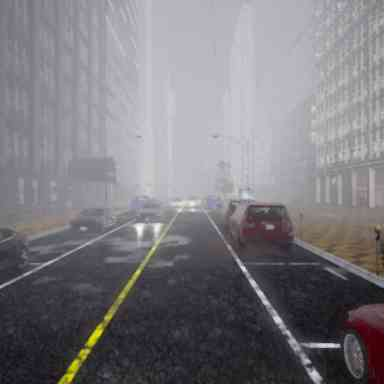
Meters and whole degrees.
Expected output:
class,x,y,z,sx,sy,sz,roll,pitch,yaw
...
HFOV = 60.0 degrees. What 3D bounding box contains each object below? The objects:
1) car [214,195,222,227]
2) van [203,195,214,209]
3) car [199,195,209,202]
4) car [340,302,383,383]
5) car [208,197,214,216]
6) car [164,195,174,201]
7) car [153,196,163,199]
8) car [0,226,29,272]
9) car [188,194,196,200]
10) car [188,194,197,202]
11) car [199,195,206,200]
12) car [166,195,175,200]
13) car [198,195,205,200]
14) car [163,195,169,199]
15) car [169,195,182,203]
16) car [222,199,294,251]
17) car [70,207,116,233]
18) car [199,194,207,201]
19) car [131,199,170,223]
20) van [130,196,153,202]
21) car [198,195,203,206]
class,x,y,z,sx,sy,sz,roll,pitch,yaw
car,2.704,1.290,19.572,2.192,1.841,5.009,0,0,0
van,2.712,1.288,42.328,1.690,1.788,3.998,0,0,0
car,2.720,1.460,76.462,2.008,1.369,4.403,0,0,0
car,2.697,1.579,2.506,1.802,1.307,4.206,0,0,0
car,2.706,1.486,31.120,1.752,1.417,4.829,0,0,0
car,-5.659,1.454,82.175,2.008,1.369,4.403,0,0,0
car,-5.670,1.505,48.041,1.947,1.339,4.313,0,0,0
car,-5.683,1.555,8.216,1.947,1.339,4.313,0,0,0
car,0.025,1.294,83.821,1.994,1.385,4.181,0,0,0
car,0.022,1.349,71.100,1.812,1.442,4.674,0,0,0
car,2.724,1.442,87.839,1.887,1.381,4.507,0,0,0
car,-5.657,1.442,87.864,1.887,1.381,4.507,0,0,0
car,2.725,1.474,93.529,1.802,1.307,4.206,0,0,0
car,-5.666,1.477,59.419,2.008,1.369,4.403,0,0,0
car,-2.985,1.505,66.744,1.895,1.301,4.718,0,0,0
car,2.703,1.297,13.883,2.192,1.841,5.009,0,0,0
car,-5.678,1.541,19.595,1.947,1.339,4.313,0,0,0
car,2.722,1.343,82.150,1.967,1.590,4.097,0,0,0
car,-3.092,1.514,25.776,2.033,1.411,5.357,0,0,0
van,-5.671,1.294,36.662,1.690,1.788,3.998,0,0,0
car,2.367,1.391,54.153,1.801,1.575,5.366,0,0,0
